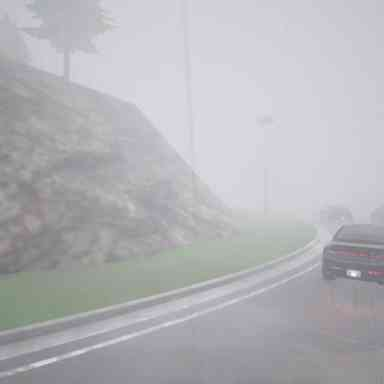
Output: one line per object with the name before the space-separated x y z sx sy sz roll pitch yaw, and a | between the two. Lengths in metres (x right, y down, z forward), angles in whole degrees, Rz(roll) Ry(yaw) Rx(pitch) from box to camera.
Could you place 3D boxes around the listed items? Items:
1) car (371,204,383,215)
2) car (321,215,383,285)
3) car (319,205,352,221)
car | 15.386 1.665 25.492 2.097 1.767 4.553 0 -1 11
car | 5.181 1.626 9.482 1.837 1.490 4.892 0 0 38
car | 12.521 1.878 29.086 1.837 1.490 4.892 0 -1 9
